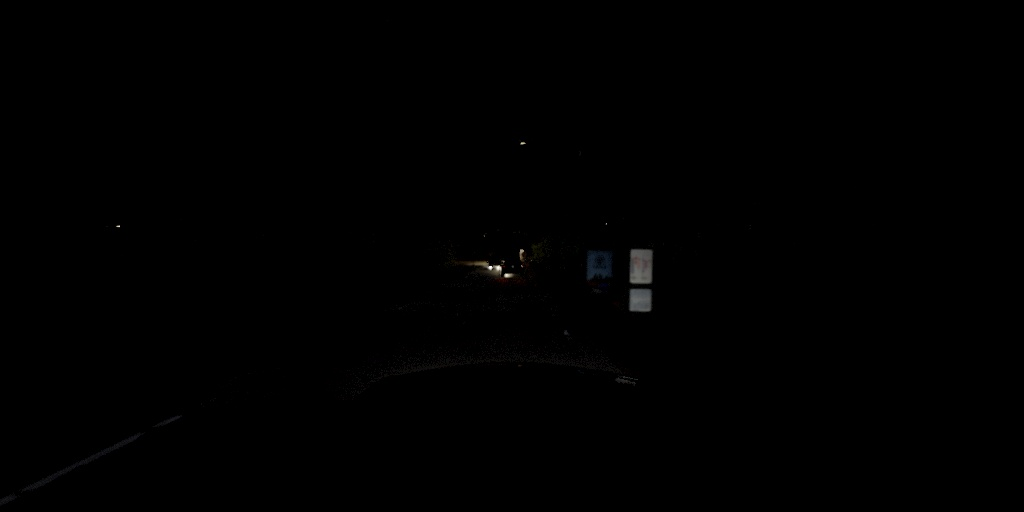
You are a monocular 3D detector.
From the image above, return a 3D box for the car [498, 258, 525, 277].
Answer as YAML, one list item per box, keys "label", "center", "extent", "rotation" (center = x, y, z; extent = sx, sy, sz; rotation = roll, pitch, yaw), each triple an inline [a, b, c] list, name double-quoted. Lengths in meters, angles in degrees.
- label: "car"
  center: [0.074, 0.924, 32.820]
  extent: [2.097, 1.767, 4.553]
  rotation: [0, 0, 0]

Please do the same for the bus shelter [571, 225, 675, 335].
- label: "bus shelter"
  center: [3.123, 0.578, 10.998]
  extent: [1.920, 2.740, 3.880]
  rotation: [0, 0, 0]

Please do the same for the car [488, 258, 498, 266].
- label: "car"
  center: [-2.767, 0.975, 58.344]
  extent: [1.994, 1.385, 4.181]
  rotation: [0, 0, 1]

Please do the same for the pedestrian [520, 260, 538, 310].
- label: "pedestrian"
  center: [0.597, 0.988, 12.518]
  extent: [0.375, 1.860, 0.375]
  rotation: [-1, 1, -10]
